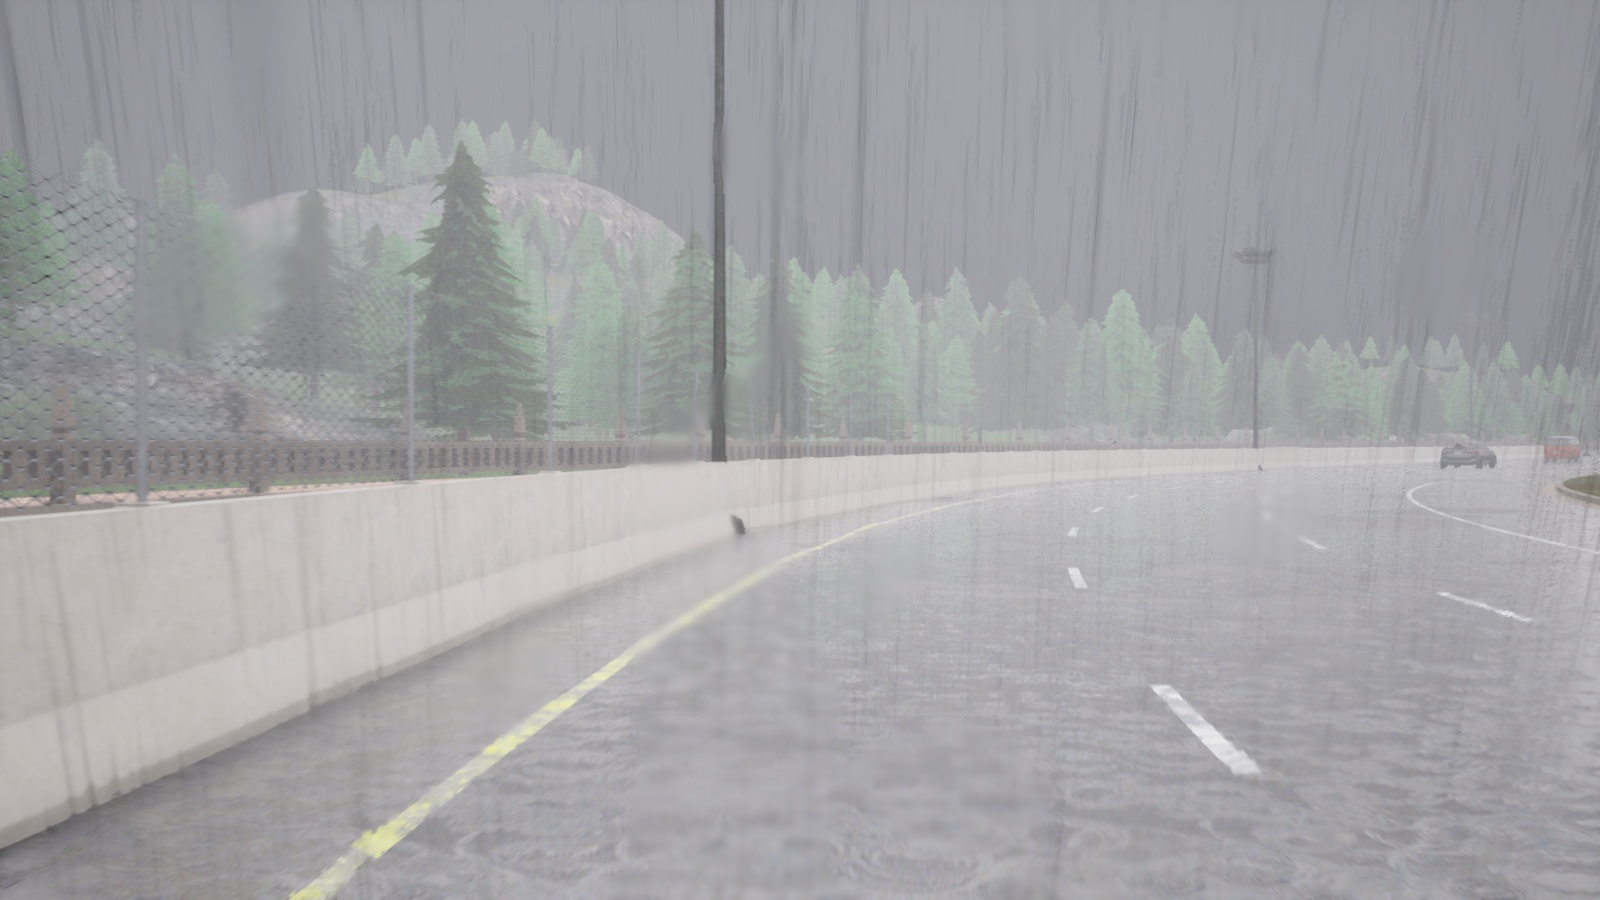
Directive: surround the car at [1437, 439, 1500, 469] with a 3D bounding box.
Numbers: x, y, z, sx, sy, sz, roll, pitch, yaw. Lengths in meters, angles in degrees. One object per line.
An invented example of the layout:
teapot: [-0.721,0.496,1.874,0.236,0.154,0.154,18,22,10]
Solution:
car: [39.068,0.227,73.341,2.242,1.667,4.611,0,0,41]
